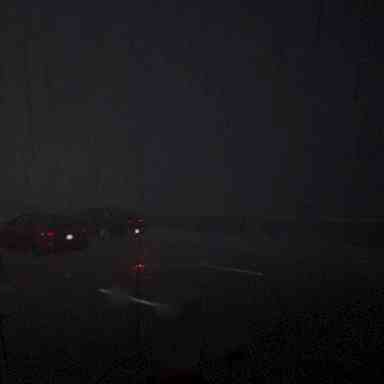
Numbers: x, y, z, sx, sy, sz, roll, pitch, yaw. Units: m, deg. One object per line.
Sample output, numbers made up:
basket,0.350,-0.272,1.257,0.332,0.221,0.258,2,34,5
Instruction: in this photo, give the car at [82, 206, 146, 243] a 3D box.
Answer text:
car,-4.322,1.408,15.664,4.892,1.490,1.837,1,0,36

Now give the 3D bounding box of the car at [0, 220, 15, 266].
car,-7.351,1.462,9.230,5.357,1.411,2.033,1,0,36

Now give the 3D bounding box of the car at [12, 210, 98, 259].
car,-5.763,1.474,12.393,4.181,1.385,1.994,1,0,36
